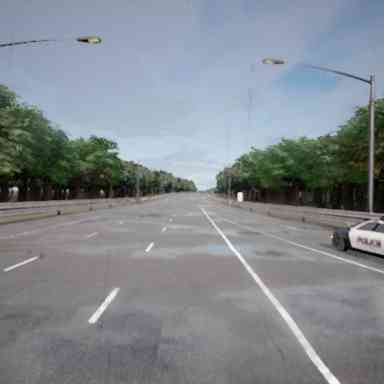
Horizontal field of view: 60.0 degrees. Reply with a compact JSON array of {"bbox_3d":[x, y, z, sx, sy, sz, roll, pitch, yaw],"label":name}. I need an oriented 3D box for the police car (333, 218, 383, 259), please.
[{"bbox_3d":[7.221,1.736,12.428,2.038,1.542,4.974,2,-1,-9],"label":"police car"}]
